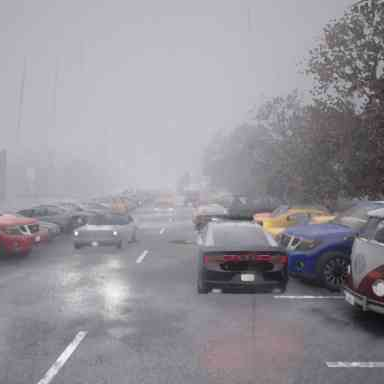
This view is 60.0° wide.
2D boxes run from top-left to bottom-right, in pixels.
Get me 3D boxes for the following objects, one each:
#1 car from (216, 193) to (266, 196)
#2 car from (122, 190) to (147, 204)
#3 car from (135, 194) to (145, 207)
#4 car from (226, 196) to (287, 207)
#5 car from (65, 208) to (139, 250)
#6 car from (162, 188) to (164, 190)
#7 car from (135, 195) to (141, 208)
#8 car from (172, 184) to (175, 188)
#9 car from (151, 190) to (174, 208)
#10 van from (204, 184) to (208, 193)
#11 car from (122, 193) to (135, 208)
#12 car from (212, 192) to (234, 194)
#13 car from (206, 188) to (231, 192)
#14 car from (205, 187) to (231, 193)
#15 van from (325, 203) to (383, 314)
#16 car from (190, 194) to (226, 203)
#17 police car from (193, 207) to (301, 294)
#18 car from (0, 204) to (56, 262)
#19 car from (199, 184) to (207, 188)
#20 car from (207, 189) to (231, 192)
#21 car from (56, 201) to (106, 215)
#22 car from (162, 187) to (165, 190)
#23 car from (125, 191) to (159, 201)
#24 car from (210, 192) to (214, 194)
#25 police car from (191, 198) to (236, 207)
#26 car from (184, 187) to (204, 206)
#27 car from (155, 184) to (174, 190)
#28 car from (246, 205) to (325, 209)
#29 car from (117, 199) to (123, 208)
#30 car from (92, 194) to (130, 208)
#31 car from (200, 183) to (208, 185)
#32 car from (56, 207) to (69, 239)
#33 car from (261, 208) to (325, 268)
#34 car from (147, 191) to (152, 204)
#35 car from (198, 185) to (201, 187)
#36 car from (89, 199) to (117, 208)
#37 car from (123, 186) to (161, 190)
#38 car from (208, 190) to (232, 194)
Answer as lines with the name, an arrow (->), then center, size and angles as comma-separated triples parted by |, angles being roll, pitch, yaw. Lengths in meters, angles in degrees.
car -> 5.107, 1.218, 36.373 | 4.892, 1.521, 2.231 | 0, 2, 0
car -> -7.992, 1.021, 39.131 | 4.553, 1.767, 2.185 | 0, 2, 0
car -> -7.996, 1.247, 36.349 | 4.792, 1.488, 2.163 | 0, 1, 0
car -> 4.911, 1.374, 28.140 | 5.366, 1.575, 1.946 | 0, 1, 0
car -> -3.571, 1.603, 14.461 | 1.895, 1.301, 4.718 | 0, 0, 0
car -> -7.892, 0.406, 58.630 | 4.792, 1.488, 2.163 | 0, 3, 0
car -> -7.943, 1.310, 33.562 | 4.792, 1.488, 2.163 | 0, 1, 0
car -> -8.136, -0.834, 93.987 | 5.008, 1.535, 2.097 | 0, 3, 0
car -> -3.418, 0.961, 41.183 | 2.097, 1.767, 4.553 | 0, 2, 0
van -> 5.037, 0.011, 61.455 | 4.442, 1.987, 1.878 | -1, 3, 0
car -> -7.947, 1.210, 30.772 | 4.553, 1.767, 2.185 | 0, 1, 0
car -> 5.114, 1.142, 39.290 | 5.008, 1.535, 2.097 | 0, 2, 0
car -> 5.156, 0.545, 56.016 | 4.674, 1.452, 2.002 | 0, 3, 0
car -> 5.161, 0.407, 58.797 | 4.674, 1.452, 2.002 | 0, 3, 0
van -> 4.935, 1.255, 5.716 | 4.442, 1.987, 1.878 | 0, 0, 0
car -> 1.099, 1.291, 24.777 | 2.097, 1.767, 4.553 | 0, 1, 0
police car -> 1.068, 1.427, 8.923 | 1.930, 1.638, 5.238 | 0, 0, 0
car -> -7.989, 1.230, 11.272 | 5.566, 2.045, 2.435 | 0, 0, 0
car -> 4.927, -0.525, 88.556 | 5.008, 1.535, 2.097 | 0, 3, 0
car -> 5.327, 0.760, 50.315 | 5.366, 1.575, 1.946 | 0, 2, 0
car -> -8.006, 1.465, 19.628 | 5.008, 1.535, 2.097 | 0, 0, 0
car -> -7.945, 0.268, 61.411 | 4.792, 1.488, 2.163 | 0, 3, 0
car -> -7.938, 0.644, 53.070 | 5.008, 1.535, 2.097 | 0, 2, 0
car -> 5.120, 1.061, 42.079 | 5.008, 1.535, 2.097 | 0, 2, 0
police car -> 1.088, 1.414, 18.921 | 1.930, 1.638, 5.238 | 0, 0, 0
car -> 0.104, 0.706, 45.001 | 2.150, 2.045, 5.566 | 0, 2, 1
car -> -8.173, -0.646, 91.217 | 4.792, 1.488, 2.163 | 0, 3, 0
car -> 5.063, 1.482, 14.194 | 5.008, 1.535, 2.097 | 0, 0, 0
car -> -7.986, 1.457, 25.207 | 4.674, 1.452, 2.002 | 0, 0, 0
car -> -7.952, 1.255, 27.992 | 4.553, 1.767, 2.185 | 0, 1, 0
car -> 4.967, -0.808, 91.316 | 4.553, 1.767, 2.185 | 0, 3, 0
car -> -8.014, 1.522, 14.055 | 4.674, 1.452, 2.002 | 0, 0, 0
car -> 5.248, 1.479, 11.285 | 5.366, 1.575, 1.946 | 0, 0, 0
car -> -7.979, 1.008, 44.715 | 4.792, 1.488, 2.163 | 0, 2, 0
car -> 0.120, 0.245, 58.685 | 2.097, 1.767, 4.553 | 0, 3, 0
car -> -8.001, 1.445, 22.417 | 5.008, 1.535, 2.097 | 0, 1, 0
car -> -7.910, 0.514, 50.268 | 5.566, 2.045, 2.435 | 0, 2, 0
car -> 5.321, 0.872, 47.522 | 5.366, 1.575, 1.946 | 0, 2, 0
